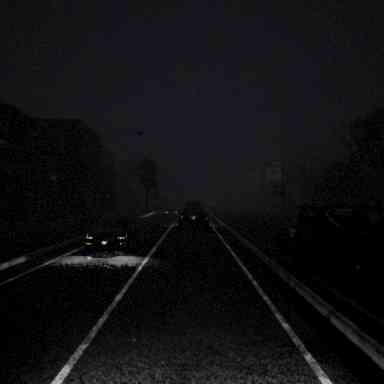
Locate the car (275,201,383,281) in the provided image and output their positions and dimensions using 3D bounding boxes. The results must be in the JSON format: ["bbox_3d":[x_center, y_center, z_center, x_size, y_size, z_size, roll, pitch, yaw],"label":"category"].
[{"bbox_3d":[5.624,1.357,9.808,5.566,2.045,2.435,0,-1,0],"label":"car"}]

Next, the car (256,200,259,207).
[{"bbox_3d":[18.688,3.137,81.033,4.674,1.452,2.002,0,-1,0],"label":"car"}]

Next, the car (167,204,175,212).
[{"bbox_3d":[-3.298,2.738,57.090,1.895,1.301,4.718,0,-1,1],"label":"car"}]

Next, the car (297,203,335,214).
[{"bbox_3d":[18.701,2.442,50.258,4.892,1.521,2.231,0,-1,0],"label":"car"}]

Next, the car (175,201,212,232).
[{"bbox_3d":[0.101,1.768,23.649,2.097,1.767,4.553,0,-1,0],"label":"car"}]

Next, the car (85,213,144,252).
[{"bbox_3d":[-3.350,1.736,15.108,1.837,1.490,4.892,0,-1,0],"label":"car"}]

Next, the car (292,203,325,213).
[{"bbox_3d":[18.706,2.551,53.533,4.674,1.452,2.002,0,-1,0],"label":"car"}]

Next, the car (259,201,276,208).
[{"bbox_3d":[18.758,2.902,77.867,4.553,1.767,2.185,0,-1,0],"label":"car"}]

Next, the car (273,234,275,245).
[{"bbox_3d":[5.591,1.657,12.604,4.892,1.521,2.231,0,-1,0],"label":"car"}]
